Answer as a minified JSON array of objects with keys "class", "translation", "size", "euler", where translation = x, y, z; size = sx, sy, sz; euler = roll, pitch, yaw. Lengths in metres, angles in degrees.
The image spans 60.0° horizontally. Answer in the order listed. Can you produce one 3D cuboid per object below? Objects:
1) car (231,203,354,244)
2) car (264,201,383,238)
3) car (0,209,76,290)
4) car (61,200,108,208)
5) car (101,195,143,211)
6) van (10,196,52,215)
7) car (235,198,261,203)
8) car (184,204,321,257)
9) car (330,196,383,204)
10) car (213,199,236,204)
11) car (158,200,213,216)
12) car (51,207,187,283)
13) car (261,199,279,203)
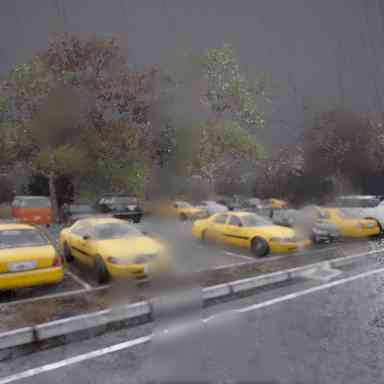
[{"class":"car","translation":[4.269,1.469,15.078],"size":[2.231,1.521,4.892],"euler":[0,0,-35]},{"class":"car","translation":[6.433,1.464,16.826],"size":[1.946,1.575,5.366],"euler":[0,0,-35]},{"class":"car","translation":[-4.903,1.475,8.821],"size":[1.946,1.575,5.366],"euler":[0,0,-35]},{"class":"car","translation":[-7.760,1.494,22.554],"size":[2.163,1.488,4.792],"euler":[0,0,-35]},{"class":"car","translation":[-5.531,1.212,24.198],"size":[2.435,2.045,5.566],"euler":[0,0,-35]},{"class":"van","translation":[-10.208,1.241,21.003],"size":[1.878,1.987,4.442],"euler":[0,0,-35]},{"class":"car","translation":[3.553,1.491,30.542],"size":[2.163,1.488,4.792],"euler":[0,0,-35]},{"class":"car","translation":[2.112,1.465,13.321],"size":[1.946,1.575,5.366],"euler":[0,0,-35]},{"class":"car","translation":[8.792,1.215,18.300],"size":[2.435,2.045,5.566],"euler":[0,0,-35]},{"class":"car","translation":[1.275,1.502,28.966],"size":[2.002,1.452,4.674],"euler":[0,0,-35]},{"class":"car","translation":[-0.882,1.460,27.218],"size":[1.946,1.575,5.366],"euler":[0,0,-35]},{"class":"car","translation":[-2.522,1.469,10.048],"size":[1.946,1.575,5.366],"euler":[0,0,-35]},{"class":"car","translation":[5.679,1.335,32.118],"size":[2.185,1.767,4.553],"euler":[0,0,-35]}]
